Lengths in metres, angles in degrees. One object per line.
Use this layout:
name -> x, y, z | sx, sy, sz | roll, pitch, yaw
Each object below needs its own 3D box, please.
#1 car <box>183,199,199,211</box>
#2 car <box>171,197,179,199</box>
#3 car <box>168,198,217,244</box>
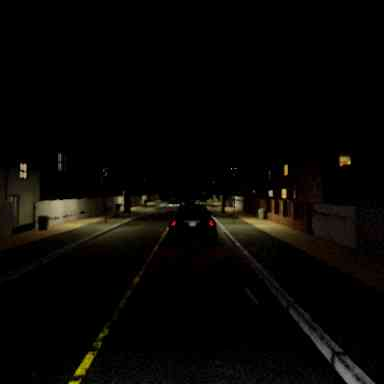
car -> -0.141, 1.604, 43.003 | 1.994, 1.385, 4.181 | 0, 0, -1
car -> -3.127, 1.670, 62.659 | 1.895, 1.301, 4.718 | 0, 0, 0
car -> 0.010, 1.363, 15.904 | 2.097, 1.767, 4.553 | 0, 0, 0
